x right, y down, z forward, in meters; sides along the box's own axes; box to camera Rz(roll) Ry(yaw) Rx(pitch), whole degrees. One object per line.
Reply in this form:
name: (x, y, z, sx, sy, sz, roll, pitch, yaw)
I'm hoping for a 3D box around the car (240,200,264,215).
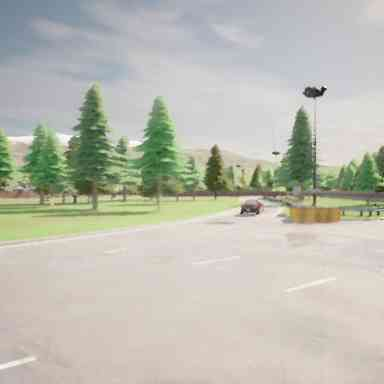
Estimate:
car: (6.114, 1.522, 33.657, 1.812, 1.442, 4.674, 0, 0, 19)
